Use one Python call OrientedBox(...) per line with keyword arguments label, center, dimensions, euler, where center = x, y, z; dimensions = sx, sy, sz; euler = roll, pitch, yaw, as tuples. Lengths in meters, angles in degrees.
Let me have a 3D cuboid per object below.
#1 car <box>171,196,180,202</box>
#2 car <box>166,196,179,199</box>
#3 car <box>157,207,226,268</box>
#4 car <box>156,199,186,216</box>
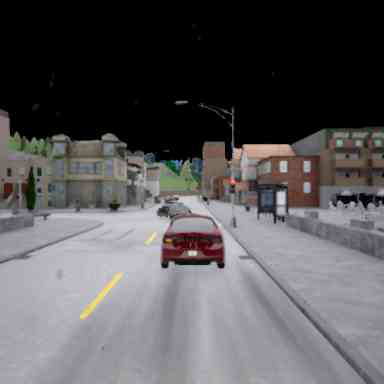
OrientedBox(label="car", center=(-4.012, 1.695, 79.991), dimensions=(1.895, 1.301, 4.718), euler=(0, 0, 0))
OrientedBox(label="car", center=(-4.030, 1.648, 64.514), dimensions=(1.994, 1.385, 4.181), euler=(0, 0, 1))
OrientedBox(label="car", center=(0.049, 1.493, 11.345), dimensions=(1.882, 1.535, 5.008), euler=(0, 0, 1))
OrientedBox(label="car", center=(-1.700, 1.603, 29.474), dimensions=(1.994, 1.385, 4.181), euler=(0, 0, -26))
